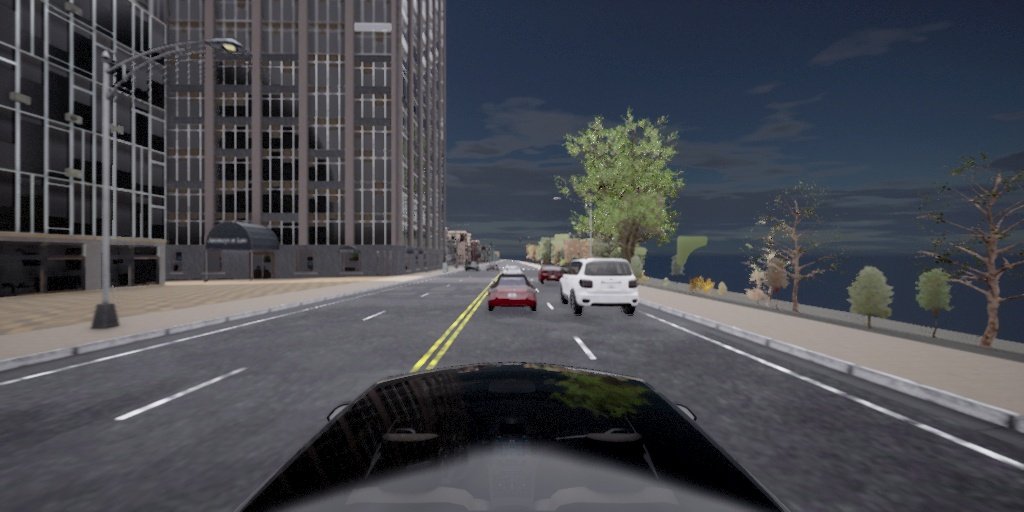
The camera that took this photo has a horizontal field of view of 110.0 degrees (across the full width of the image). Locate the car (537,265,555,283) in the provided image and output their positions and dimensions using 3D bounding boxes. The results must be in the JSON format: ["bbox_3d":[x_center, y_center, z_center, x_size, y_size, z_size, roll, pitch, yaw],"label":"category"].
[{"bbox_3d":[3.284,1.519,31.088,1.882,1.535,5.008,0,0,0],"label":"car"}]

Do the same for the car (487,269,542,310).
[{"bbox_3d":[0.024,1.451,15.435,1.994,1.385,4.181,0,0,0],"label":"car"}]

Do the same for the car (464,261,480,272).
[{"bbox_3d":[-6.549,1.675,59.139,2.097,1.767,4.553,0,-1,0],"label":"car"}]

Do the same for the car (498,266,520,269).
[{"bbox_3d":[0.032,1.564,30.756,1.812,1.442,4.674,0,0,0],"label":"car"}]

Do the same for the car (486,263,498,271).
[{"bbox_3d":[-3.285,1.903,60.824,1.994,1.385,4.181,0,-1,1],"label":"car"}]

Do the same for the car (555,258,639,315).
[{"bbox_3d":[3.261,1.101,14.416,2.150,2.045,5.566,0,0,0],"label":"car"}]
